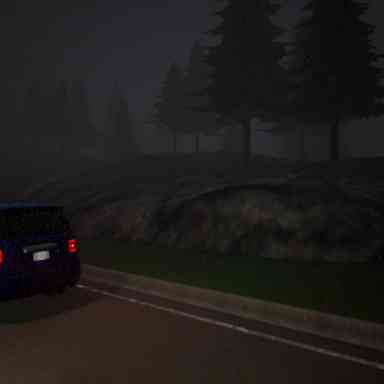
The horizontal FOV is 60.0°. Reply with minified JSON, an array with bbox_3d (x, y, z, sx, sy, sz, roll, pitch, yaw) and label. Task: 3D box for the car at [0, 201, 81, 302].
[{"bbox_3d":[-4.837,1.223,7.484,5.566,2.045,2.150,0,0,36],"label":"car"}]
